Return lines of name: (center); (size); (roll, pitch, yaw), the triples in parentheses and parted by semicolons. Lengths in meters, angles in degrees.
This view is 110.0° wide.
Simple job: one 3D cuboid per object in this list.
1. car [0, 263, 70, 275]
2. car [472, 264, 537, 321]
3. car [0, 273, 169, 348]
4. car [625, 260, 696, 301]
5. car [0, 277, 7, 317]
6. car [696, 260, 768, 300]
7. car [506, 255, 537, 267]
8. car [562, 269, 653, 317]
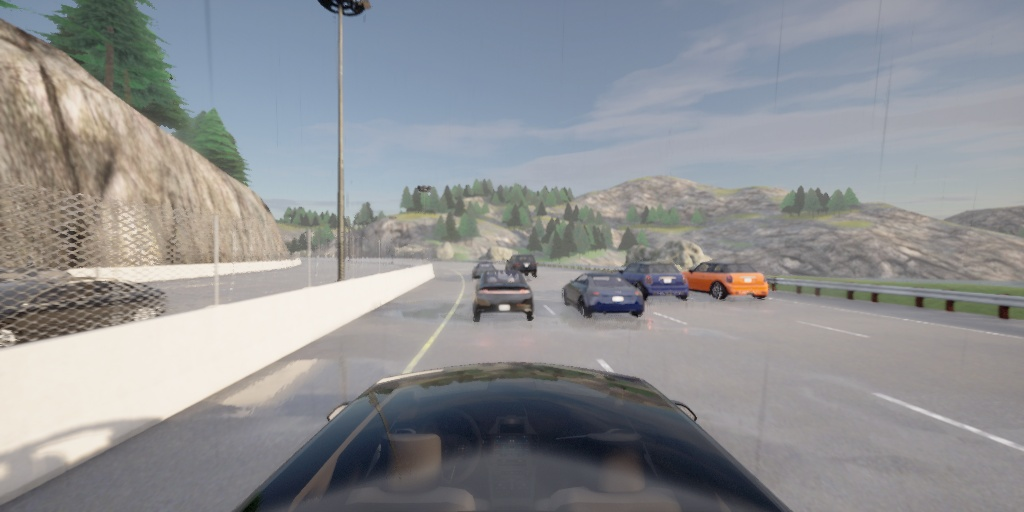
car: (-14.281, 1.116, 9.484); (2.097, 1.767, 4.553); (0, 0, -2)
car: (-0.349, 1.215, 12.360); (2.128, 1.511, 4.902); (0, 0, -3)
car: (-10.739, 1.265, 8.255); (1.837, 1.490, 4.892); (0, 0, -2)
car: (6.309, 1.047, 17.056); (2.097, 1.767, 4.553); (0, 0, -5)
car: (-17.778, 1.374, 9.621); (1.895, 1.301, 4.718); (0, 0, -2)
car: (9.806, 1.038, 17.274); (2.097, 1.767, 4.553); (0, 0, -5)
car: (0.788, 0.889, 32.889); (2.150, 2.045, 5.566); (0, 0, -10)
car: (3.118, 1.277, 12.974); (1.994, 1.385, 4.181); (0, 0, -4)
